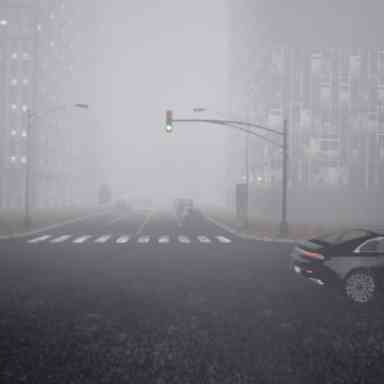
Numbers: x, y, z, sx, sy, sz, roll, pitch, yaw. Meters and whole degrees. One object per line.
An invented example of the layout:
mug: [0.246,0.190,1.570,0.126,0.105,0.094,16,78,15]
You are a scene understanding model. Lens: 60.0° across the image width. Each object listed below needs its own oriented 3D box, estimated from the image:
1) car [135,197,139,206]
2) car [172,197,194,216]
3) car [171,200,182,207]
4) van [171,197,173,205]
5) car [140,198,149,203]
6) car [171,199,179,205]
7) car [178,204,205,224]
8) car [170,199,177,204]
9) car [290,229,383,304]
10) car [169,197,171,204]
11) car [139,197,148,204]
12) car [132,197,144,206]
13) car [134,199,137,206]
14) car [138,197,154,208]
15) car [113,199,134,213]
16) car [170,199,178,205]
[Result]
car: [-10.920,2.031,65.202,1.967,1.590,4.097,0,-1,-5]
car: [-0.807,1.744,38.348,2.192,1.841,5.009,0,-1,-5]
car: [-3.069,2.251,65.874,1.887,1.381,4.507,0,-1,-5]
van: [-2.160,1.937,54.865,1.690,1.788,3.998,0,-1,-5]
car: [-13.195,2.414,92.730,2.008,1.369,4.403,0,-1,-5]
car: [-3.979,2.397,76.885,1.802,1.307,4.206,0,-1,-5]
car: [0.082,1.898,27.332,1.802,1.307,4.206,0,-1,-5]
car: [-4.889,2.468,87.896,1.887,1.381,4.507,0,-1,-5]
car: [4.899,1.673,8.059,4.902,1.511,2.128,1,0,-5]
car: [-2.614,2.092,60.370,1.967,1.590,4.097,0,-1,-5]
car: [-12.740,2.249,87.224,1.967,1.590,4.097,0,-1,-5]
car: [-11.375,1.961,70.709,2.192,1.841,5.009,0,-1,-5]
car: [-9.555,2.008,48.685,1.802,1.307,4.206,0,-1,-5]
car: [-7.825,1.918,59.055,2.097,1.767,4.553,1,-1,-5]
car: [-9.100,1.811,43.180,1.967,1.590,4.097,0,-1,-5]
car: [-4.448,2.396,82.560,1.752,1.417,4.829,0,-1,-5]
